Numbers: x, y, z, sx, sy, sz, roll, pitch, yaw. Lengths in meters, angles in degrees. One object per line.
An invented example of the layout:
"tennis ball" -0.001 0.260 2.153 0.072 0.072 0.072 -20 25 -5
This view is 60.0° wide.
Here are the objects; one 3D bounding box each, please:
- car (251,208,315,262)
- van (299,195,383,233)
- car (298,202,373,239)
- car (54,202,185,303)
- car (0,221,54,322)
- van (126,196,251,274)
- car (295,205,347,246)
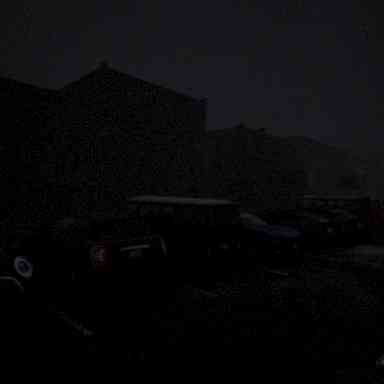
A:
"car" 1.498 1.385 12.115 2.097 1.535 5.008 0 1 -43
"van" 7.579 1.197 17.926 1.878 1.987 4.442 0 1 -43
"car" 5.584 1.441 15.954 2.163 1.488 4.792 0 1 -43
"car" -2.578 1.234 8.266 2.185 1.767 4.553 0 1 -43
"car" -4.672 1.220 6.401 2.185 1.767 4.553 0 1 -43
"van" -0.626 1.144 10.284 1.878 1.987 4.442 0 1 -43
"car" 3.532 1.428 14.043 2.163 1.488 4.792 0 1 -43
